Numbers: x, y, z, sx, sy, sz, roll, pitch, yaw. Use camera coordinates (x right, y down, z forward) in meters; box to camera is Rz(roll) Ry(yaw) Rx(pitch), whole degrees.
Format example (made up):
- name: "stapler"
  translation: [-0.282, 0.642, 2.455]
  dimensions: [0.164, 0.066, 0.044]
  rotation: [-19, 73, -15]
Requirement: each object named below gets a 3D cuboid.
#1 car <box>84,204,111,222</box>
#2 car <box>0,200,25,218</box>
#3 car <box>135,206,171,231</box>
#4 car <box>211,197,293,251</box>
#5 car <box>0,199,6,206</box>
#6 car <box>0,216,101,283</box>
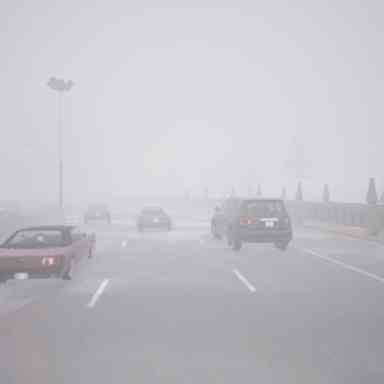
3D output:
- name: "car"
  translation: [-7.605, 1.641, 26.815]
  dimensions: [1.994, 1.385, 4.181]
  rotation: [0, 0, -16]
- name: "car"
  translation: [-15.949, 1.663, 29.367]
  dimensions: [1.812, 1.442, 4.674]
  rotation: [0, 0, -20]
- name: "car"
  translation: [-2.513, 1.599, 21.027]
  dimensions: [1.994, 1.385, 4.181]
  rotation: [0, 0, -12]
- name: "car"
  translation: [2.339, 1.223, 14.339]
  dimensions: [2.150, 2.045, 5.566]
  rotation: [0, 0, -8]
- name: "car"
  translation: [-37.543, 2.022, 63.941]
  dimensions: [1.994, 1.385, 4.181]
  rotation: [0, 0, -43]
- name: "car"
  translation: [-4.110, 1.627, 9.765]
  dimensions: [1.895, 1.301, 4.718]
  rotation: [0, 0, -6]
